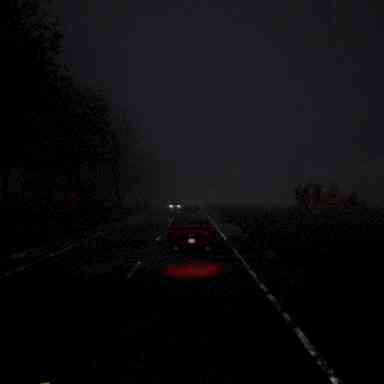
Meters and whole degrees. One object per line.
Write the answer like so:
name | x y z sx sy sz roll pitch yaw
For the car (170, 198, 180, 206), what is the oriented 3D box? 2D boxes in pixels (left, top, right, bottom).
car | -3.576 2.146 70.953 1.837 1.490 4.892 0 0 0

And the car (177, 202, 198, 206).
car | -0.025 1.841 29.284 1.994 1.385 4.181 0 0 0

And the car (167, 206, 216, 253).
car | -0.009 1.617 14.457 1.882 1.535 5.008 0 0 0
